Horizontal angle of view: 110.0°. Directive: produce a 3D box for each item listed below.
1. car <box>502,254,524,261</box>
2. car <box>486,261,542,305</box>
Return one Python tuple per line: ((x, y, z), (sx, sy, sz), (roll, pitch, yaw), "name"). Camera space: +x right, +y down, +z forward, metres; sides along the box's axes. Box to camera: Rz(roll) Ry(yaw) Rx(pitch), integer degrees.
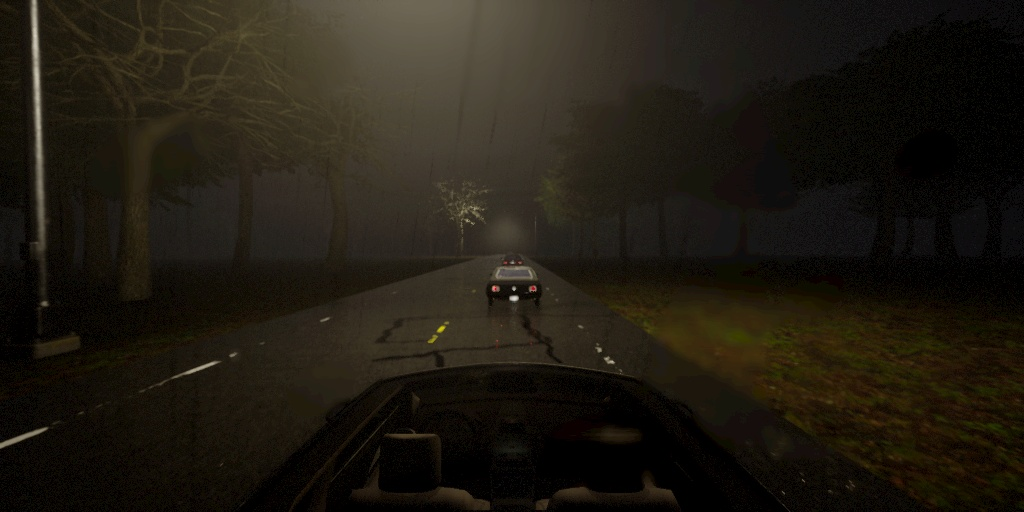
((0.073, 0.553, 32.278), (2.033, 1.411, 5.357), (0, 1, 0), "car")
((0.079, 1.049, 13.962), (1.895, 1.301, 4.718), (0, 1, 0), "car")
